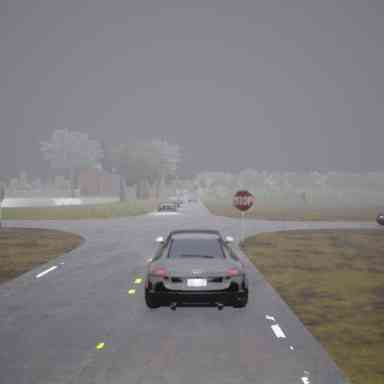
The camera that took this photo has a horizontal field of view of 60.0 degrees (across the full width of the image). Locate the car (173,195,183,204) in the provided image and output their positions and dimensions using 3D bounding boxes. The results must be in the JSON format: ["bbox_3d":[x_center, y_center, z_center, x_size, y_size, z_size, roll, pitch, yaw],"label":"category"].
[{"bbox_3d":[-2.719,1.451,48.437,1.882,1.535,5.008,0,0,0],"label":"car"}]

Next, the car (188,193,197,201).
[{"bbox_3d":[0.179,1.113,79.690,2.097,1.767,4.553,0,0,0],"label":"car"}]

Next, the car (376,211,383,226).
[{"bbox_3d":[14.545,1.634,21.988,4.181,1.385,1.994,0,-1,1],"label":"car"}]

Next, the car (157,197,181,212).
[{"bbox_3d":[-2.746,1.548,38.316,1.994,1.385,4.181,0,0,2],"label":"car"}]

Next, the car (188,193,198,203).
[{"bbox_3d":[0.157,1.489,69.679,1.994,1.385,4.181,0,0,0],"label":"car"}]

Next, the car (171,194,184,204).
[{"bbox_3d":[-2.666,1.310,61.091,2.097,1.767,4.553,0,0,1],"label":"car"}]

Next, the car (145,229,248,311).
[{"bbox_3d":[0.071,1.565,7.866,1.994,1.385,4.181,0,0,-1],"label":"car"}]
